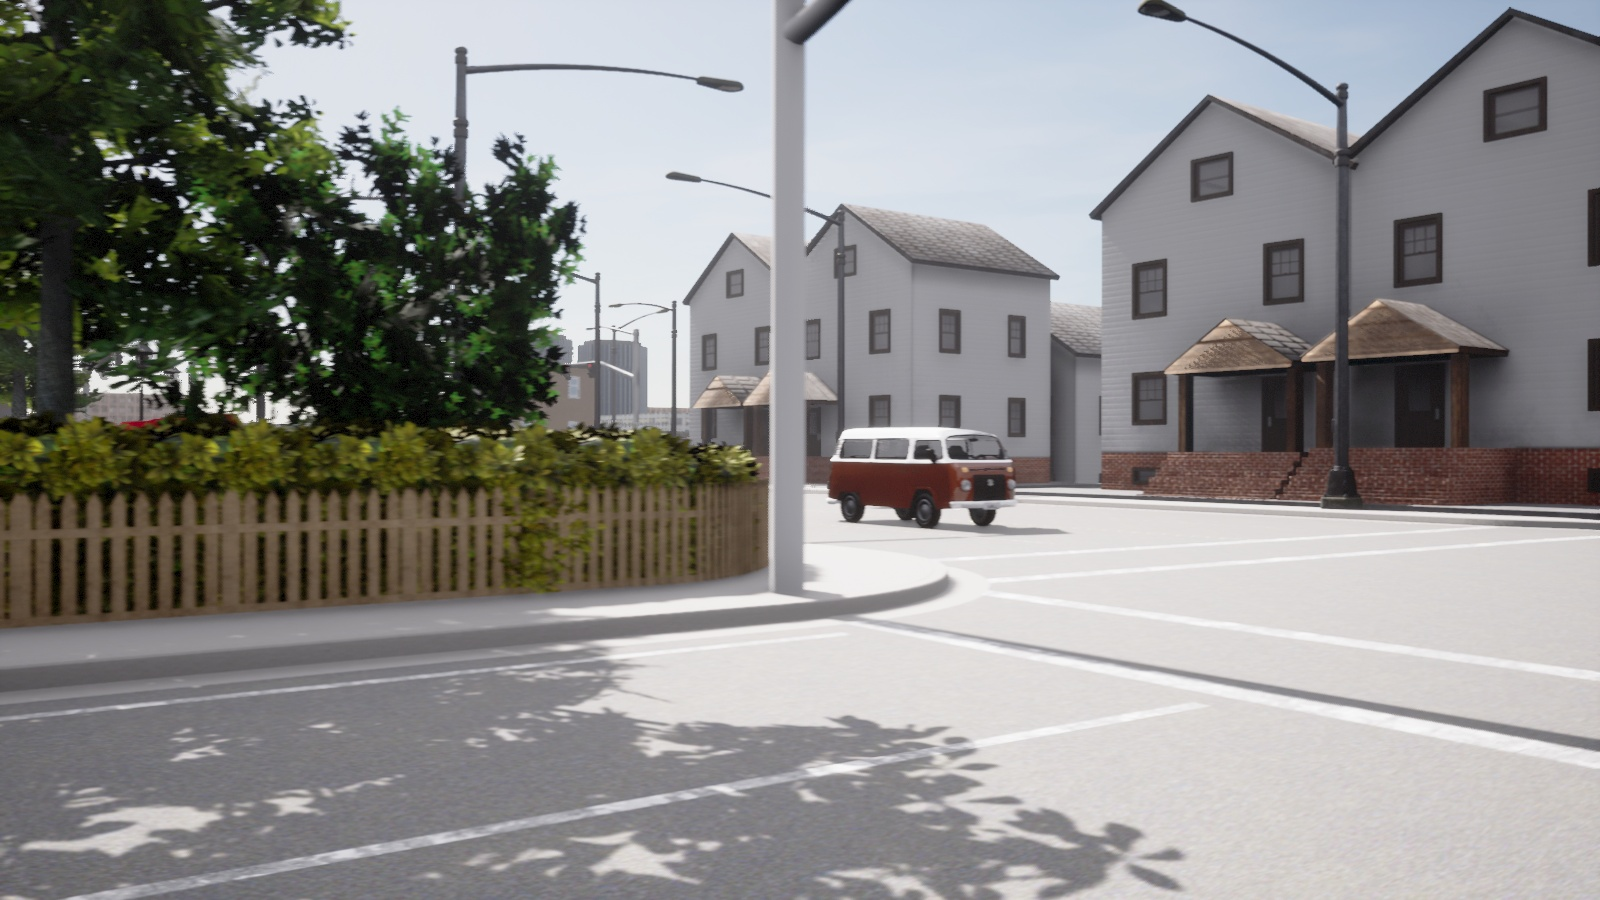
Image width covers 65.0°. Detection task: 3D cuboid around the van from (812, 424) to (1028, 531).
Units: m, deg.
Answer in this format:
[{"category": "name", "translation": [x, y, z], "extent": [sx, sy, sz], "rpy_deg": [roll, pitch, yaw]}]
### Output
[{"category": "van", "translation": [2.395, 0.527, 26.196], "extent": [2.069, 2.038, 4.480], "rpy_deg": [0, 0, -35]}]
